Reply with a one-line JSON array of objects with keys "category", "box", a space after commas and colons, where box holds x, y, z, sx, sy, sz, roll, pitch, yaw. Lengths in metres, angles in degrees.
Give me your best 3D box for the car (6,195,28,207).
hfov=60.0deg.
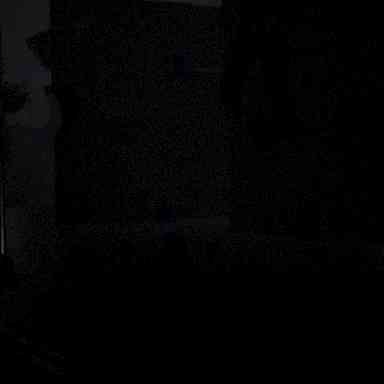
[{"category": "car", "box": [-19.648, 1.033, 35.167, 1.994, 1.385, 4.181, -3, 1, 23]}]
